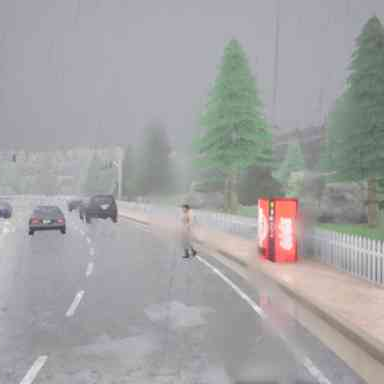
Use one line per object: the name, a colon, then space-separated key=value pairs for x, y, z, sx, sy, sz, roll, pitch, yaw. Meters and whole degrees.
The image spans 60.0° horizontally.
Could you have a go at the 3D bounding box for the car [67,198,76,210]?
car: x=-13.207 y=1.465 z=38.161 sx=1.837 sy=1.490 sz=4.892 roll=0 pitch=0 yaw=-24

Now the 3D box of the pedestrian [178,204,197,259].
pedestrian: x=-0.160 y=1.282 z=11.081 sx=0.375 sy=1.860 sz=0.375 roll=0 pitch=0 yaw=-15

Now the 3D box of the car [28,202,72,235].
car: x=-8.263 y=1.528 z=18.987 sx=2.033 sy=1.411 sz=5.357 roll=0 pitch=0 yaw=-24

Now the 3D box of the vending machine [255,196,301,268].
vending machine: x=2.660 y=1.184 z=10.385 sx=1.100 sy=2.100 sz=0.880 roll=0 pitch=0 yaw=-13

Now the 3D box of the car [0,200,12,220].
car: x=-16.241 y=1.449 z=27.797 sx=1.882 sy=1.535 sz=5.008 roll=0 pitch=0 yaw=-24

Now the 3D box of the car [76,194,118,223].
car: x=-7.180 y=1.198 z=25.282 sx=2.150 sy=2.045 sz=5.566 roll=0 pitch=0 yaw=-26
